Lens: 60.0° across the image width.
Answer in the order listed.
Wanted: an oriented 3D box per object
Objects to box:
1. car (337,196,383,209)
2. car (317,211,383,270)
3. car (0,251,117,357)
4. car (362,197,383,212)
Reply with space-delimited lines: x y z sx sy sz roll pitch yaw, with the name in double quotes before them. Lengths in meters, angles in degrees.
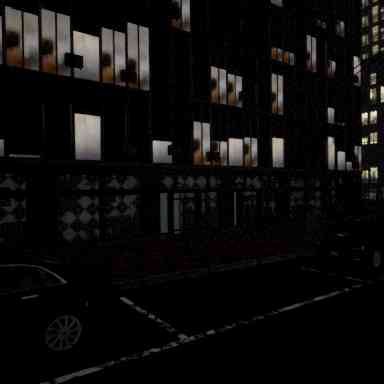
"car" 20.550 1.274 40.850 1.752 1.417 4.829 -1 1 -35
"car" 5.964 1.542 10.992 4.507 1.381 1.887 0 -1 -36
"car" -3.210 1.551 4.413 4.403 1.369 2.008 0 -1 -36
"car" 18.052 1.442 34.343 1.994 1.385 4.181 -1 1 -35
